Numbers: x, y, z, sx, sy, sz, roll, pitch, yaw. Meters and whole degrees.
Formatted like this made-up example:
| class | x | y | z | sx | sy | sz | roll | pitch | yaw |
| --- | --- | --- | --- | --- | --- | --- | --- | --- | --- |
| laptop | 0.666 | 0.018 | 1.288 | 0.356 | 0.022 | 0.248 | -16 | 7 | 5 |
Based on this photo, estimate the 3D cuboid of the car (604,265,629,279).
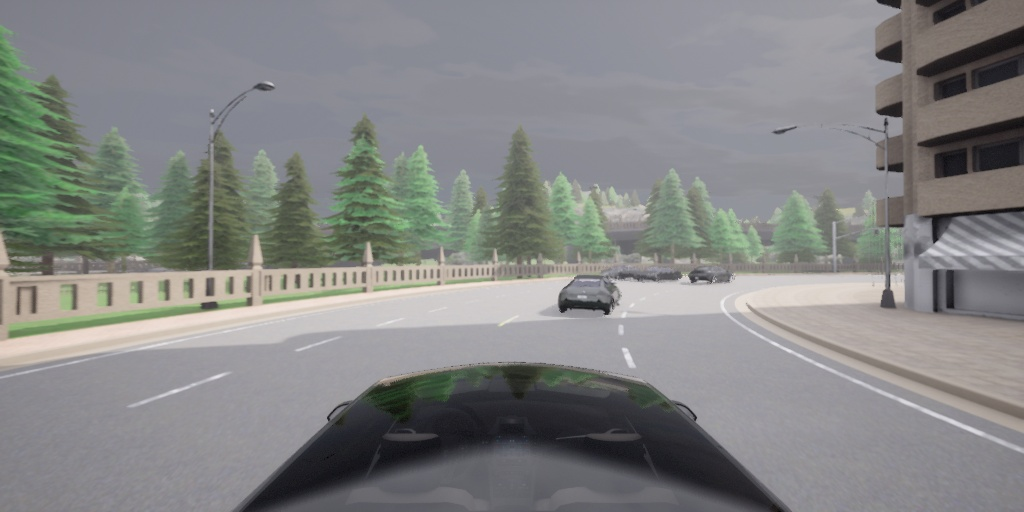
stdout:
| class | x | y | z | sx | sy | sz | roll | pitch | yaw |
| --- | --- | --- | --- | --- | --- | --- | --- | --- | --- |
| car | 10.703 | 1.649 | 35.275 | 4.902 | 1.511 | 2.128 | 1 | -1 | -36 |

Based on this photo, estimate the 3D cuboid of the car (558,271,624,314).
| class | x | y | z | sx | sy | sz | roll | pitch | yaw |
| --- | --- | --- | --- | --- | --- | --- | --- | --- | --- |
| car | 3.292 | 1.470 | 14.761 | 1.994 | 1.385 | 4.181 | 0 | -1 | 22 |

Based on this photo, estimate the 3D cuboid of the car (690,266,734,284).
| class | x | y | z | sx | sy | sz | roll | pitch | yaw |
| --- | --- | --- | --- | --- | --- | --- | --- | --- | --- |
| car | 17.508 | 1.632 | 31.348 | 4.892 | 1.490 | 1.837 | 0 | -1 | -33 |

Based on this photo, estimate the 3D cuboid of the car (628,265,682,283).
| class | x | y | z | sx | sy | sz | roll | pitch | yaw |
| --- | --- | --- | --- | --- | --- | --- | --- | --- | --- |
| car | 13.573 | 1.690 | 33.274 | 5.357 | 1.411 | 2.033 | 1 | -1 | -35 |
